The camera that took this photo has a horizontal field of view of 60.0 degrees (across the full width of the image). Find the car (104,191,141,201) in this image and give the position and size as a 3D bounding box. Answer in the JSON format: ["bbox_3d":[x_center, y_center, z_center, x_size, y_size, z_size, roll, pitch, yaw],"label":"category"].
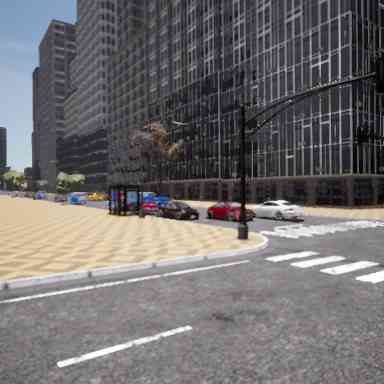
[{"bbox_3d":[-8.966,0.914,42.922,2.150,2.045,5.566,-1,1,-34],"label":"car"}]

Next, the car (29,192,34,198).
[{"bbox_3d":[-36.308,0.750,78.358,1.967,1.590,4.097,0,1,-34],"label":"car"}]

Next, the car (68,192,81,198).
[{"bbox_3d":[-29.388,0.742,83.084,2.008,1.369,4.403,0,1,-34],"label":"car"}]

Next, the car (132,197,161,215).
[{"bbox_3d":[-4.344,1.423,31.367,1.802,1.307,4.206,0,1,-34],"label":"car"}]

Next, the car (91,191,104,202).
[{"bbox_3d":[-17.566,0.940,61.170,1.882,1.535,5.008,-1,1,-34],"label":"car"}]

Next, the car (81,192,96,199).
[{"bbox_3d":[-22.977,0.739,73.697,1.967,1.590,4.097,0,1,-34],"label":"car"}]

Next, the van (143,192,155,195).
[{"bbox_3d":[-6.948,0.907,50.230,1.690,1.788,3.998,0,1,-34],"label":"van"}]

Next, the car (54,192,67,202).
[{"bbox_3d":[-23.486,1.076,59.586,2.008,1.369,4.403,0,1,-34],"label":"car"}]

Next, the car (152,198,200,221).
[{"bbox_3d":[-1.152,1.459,26.661,1.947,1.339,4.313,0,1,-34],"label":"car"}]

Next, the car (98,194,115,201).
[{"bbox_3d":[-16.565,0.988,64.313,1.802,1.307,4.206,0,1,-34],"label":"car"}]

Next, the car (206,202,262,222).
[{"bbox_3d":[2.936,1.448,25.483,1.994,1.385,4.181,-1,1,-34],"label":"car"}]

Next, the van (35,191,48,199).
[{"bbox_3d":[-33.103,0.705,73.664,1.690,1.788,3.998,0,1,-34],"label":"van"}]

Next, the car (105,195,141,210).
[{"bbox_3d":[-7.502,1.355,36.092,1.947,1.339,4.313,0,1,-34],"label":"car"}]

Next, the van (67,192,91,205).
[{"bbox_3d":[-17.073,0.973,50.198,1.690,1.788,3.998,0,1,-34],"label":"van"}]

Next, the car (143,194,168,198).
[{"bbox_3d":[-2.966,1.267,34.127,1.882,1.535,5.008,-1,1,-34],"label":"car"}]

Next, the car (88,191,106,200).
[{"bbox_3d":[-19.771,0.667,69.003,2.192,1.841,5.009,0,1,-34],"label":"car"}]

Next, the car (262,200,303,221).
[{"bbox_3d":[6.433,1.378,25.993,1.812,1.442,4.674,-1,1,-34],"label":"car"}]
